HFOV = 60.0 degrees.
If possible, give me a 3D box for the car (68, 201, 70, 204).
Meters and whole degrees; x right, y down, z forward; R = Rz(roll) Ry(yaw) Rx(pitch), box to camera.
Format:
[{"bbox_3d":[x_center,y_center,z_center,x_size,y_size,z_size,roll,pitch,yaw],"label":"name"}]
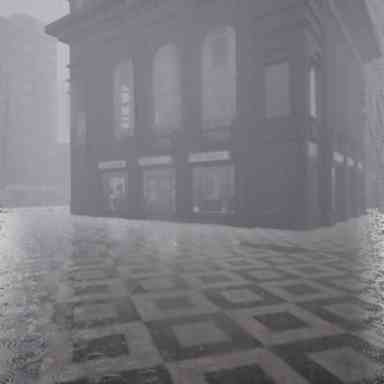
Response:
[{"bbox_3d":[-18.539,1.637,56.212,1.895,1.301,4.718,-1,0,36],"label":"car"}]
